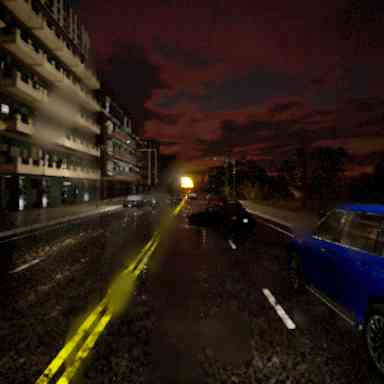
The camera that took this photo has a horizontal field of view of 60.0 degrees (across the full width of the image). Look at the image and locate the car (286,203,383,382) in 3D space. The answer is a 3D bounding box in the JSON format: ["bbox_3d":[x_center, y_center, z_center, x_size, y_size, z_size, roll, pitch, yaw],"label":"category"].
[{"bbox_3d":[3.253,1.176,5.401,2.150,2.045,5.566,0,0,0],"label":"car"}]

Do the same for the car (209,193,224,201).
[{"bbox_3d":[3.265,1.219,38.374,1.812,1.442,4.674,0,0,0],"label":"car"}]

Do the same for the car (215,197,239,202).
[{"bbox_3d":[3.261,1.344,27.374,1.994,1.385,4.181,0,0,0],"label":"car"}]

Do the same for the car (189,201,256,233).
[{"bbox_3d":[1.589,1.413,18.639,1.994,1.385,4.181,0,1,-35],"label":"car"}]

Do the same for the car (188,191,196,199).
[{"bbox_3d":[0.034,0.704,83.980,2.097,1.767,4.553,0,0,0],"label":"car"}]

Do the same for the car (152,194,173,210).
[{"bbox_3d":[-3.319,1.049,37.761,2.097,1.767,4.553,0,1,0],"label":"car"}]

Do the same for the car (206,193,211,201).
[{"bbox_3d":[3.270,0.961,49.342,2.097,1.767,4.553,0,0,0],"label":"car"}]

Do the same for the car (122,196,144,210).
[{"bbox_3d":[-6.570,1.191,37.650,2.128,1.511,4.902,0,0,0],"label":"car"}]

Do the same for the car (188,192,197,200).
[{"bbox_3d":[0.028,1.046,70.297,1.895,1.301,4.718,0,0,0],"label":"car"}]
